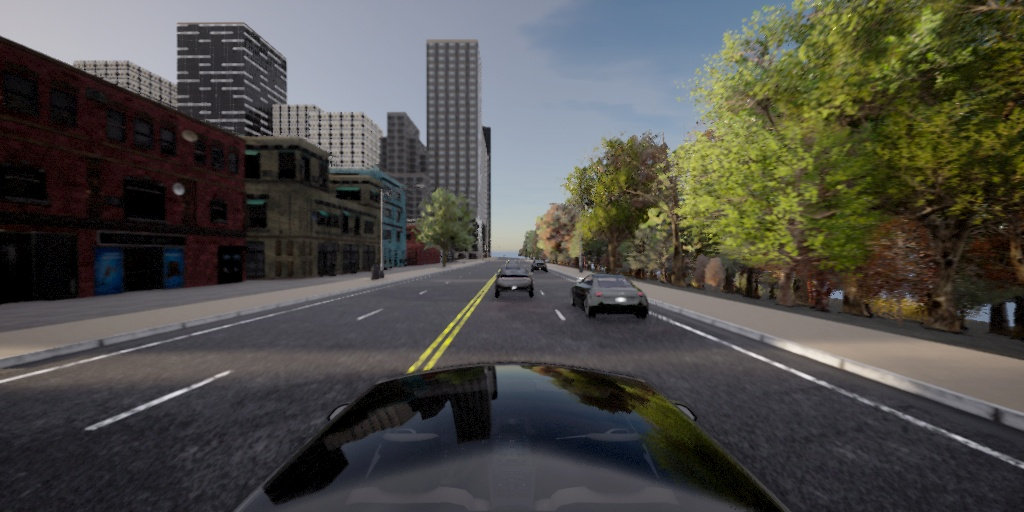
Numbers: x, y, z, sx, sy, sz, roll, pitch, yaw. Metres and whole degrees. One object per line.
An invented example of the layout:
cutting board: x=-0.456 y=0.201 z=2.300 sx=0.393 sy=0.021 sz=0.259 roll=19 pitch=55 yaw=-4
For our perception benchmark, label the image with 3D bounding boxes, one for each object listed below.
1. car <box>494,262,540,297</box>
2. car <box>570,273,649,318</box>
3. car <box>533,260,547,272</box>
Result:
car: x=0.104 y=1.245 z=18.849 sx=2.128 sy=1.511 sz=4.902 roll=0 pitch=0 yaw=0
car: x=3.354 y=1.316 z=13.046 sx=1.994 sy=1.385 sz=4.181 roll=0 pitch=0 yaw=0
car: x=3.363 y=1.260 z=45.630 sx=1.837 sy=1.490 sz=4.892 roll=0 pitch=0 yaw=0
